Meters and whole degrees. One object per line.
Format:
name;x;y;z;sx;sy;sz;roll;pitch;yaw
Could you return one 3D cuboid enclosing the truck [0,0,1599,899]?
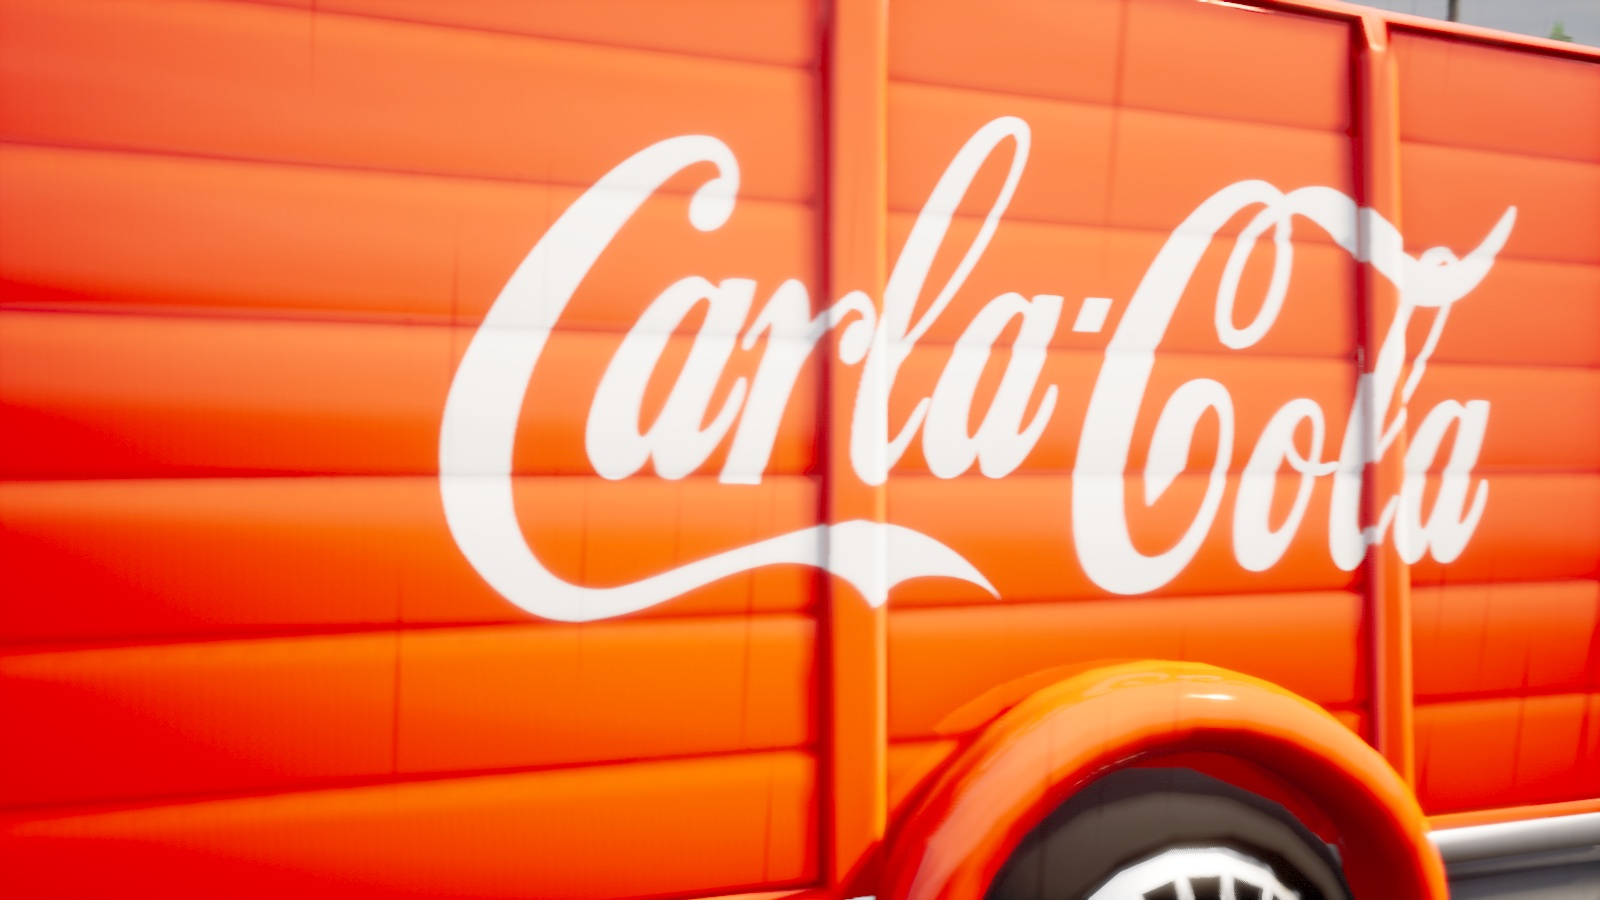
truck;-0.851;0.260;2.928;5.204;2.467;2.627;-1;1;-20
